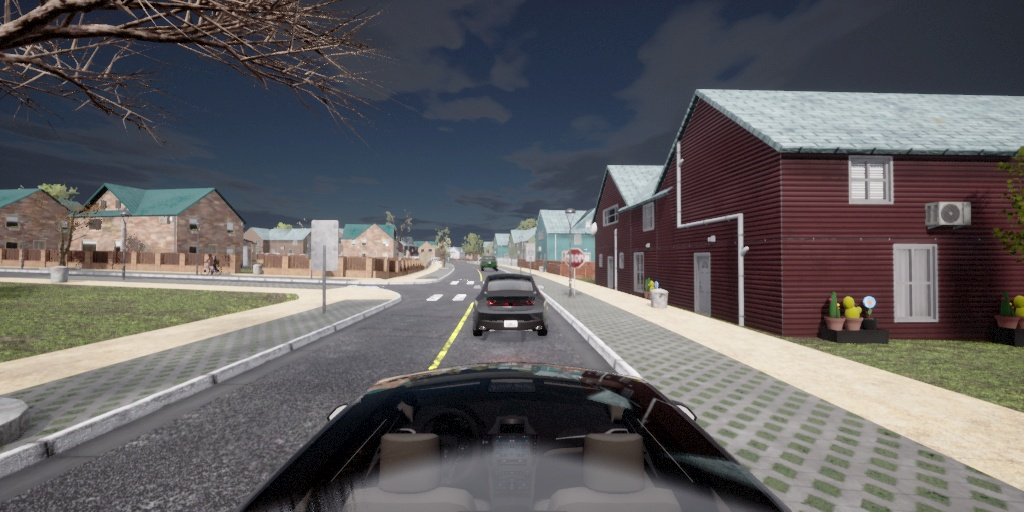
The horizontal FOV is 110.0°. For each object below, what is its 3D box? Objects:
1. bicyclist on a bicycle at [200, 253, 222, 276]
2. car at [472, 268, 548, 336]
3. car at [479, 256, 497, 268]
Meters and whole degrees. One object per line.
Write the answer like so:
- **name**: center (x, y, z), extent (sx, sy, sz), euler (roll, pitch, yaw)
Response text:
- **bicyclist on a bicycle**: center (-22.060, 0.632, 26.330), extent (0.582, 1.620, 1.656), euler (1, 0, 8)
- **car**: center (-0.080, 1.257, 10.368), extent (1.837, 1.490, 4.892), euler (0, 0, -1)
- **car**: center (-3.302, 0.978, 49.817), extent (2.150, 2.045, 5.566), euler (0, 0, -8)
